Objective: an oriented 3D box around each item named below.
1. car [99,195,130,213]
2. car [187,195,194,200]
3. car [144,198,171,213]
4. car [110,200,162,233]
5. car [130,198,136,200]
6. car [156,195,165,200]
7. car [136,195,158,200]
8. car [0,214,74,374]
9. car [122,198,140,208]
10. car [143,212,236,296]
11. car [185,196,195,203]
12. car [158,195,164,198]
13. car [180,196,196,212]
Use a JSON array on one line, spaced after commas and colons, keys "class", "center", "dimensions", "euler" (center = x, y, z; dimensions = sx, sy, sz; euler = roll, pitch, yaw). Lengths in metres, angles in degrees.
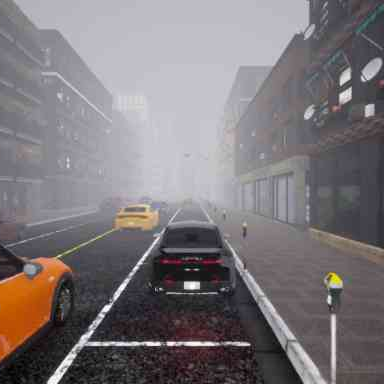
[{"class": "car", "center": [-8.833, 1.314, 37.157], "dimensions": [2.192, 1.841, 5.009], "euler": [0, 0, 0]}, {"class": "car", "center": [-0.452, 1.513, 93.685], "dimensions": [1.752, 1.417, 4.829], "euler": [0, 0, 0]}, {"class": "car", "center": [-3.125, 1.548, 32.029], "dimensions": [2.033, 1.411, 5.357], "euler": [0, 0, 0]}, {"class": "car", "center": [-3.099, 1.478, 19.539], "dimensions": [1.882, 1.535, 5.008], "euler": [0, 0, 1]}, {"class": "car", "center": [-8.834, 1.439, 42.793], "dimensions": [1.967, 1.590, 4.097], "euler": [0, 0, 0]}, {"class": "car", "center": [-8.834, 1.539, 93.519], "dimensions": [2.008, 1.369, 4.403], "euler": [0, 0, 0]}, {"class": "car", "center": [-6.192, 1.350, 44.091], "dimensions": [2.097, 1.767, 4.553], "euler": [0, 0, 0]}, {"class": "car", "center": [-3.145, 1.352, 4.119], "dimensions": [2.097, 1.767, 4.553], "euler": [0, 0, 0]}, {"class": "car", "center": [-8.834, 1.543, 48.430], "dimensions": [1.887, 1.381, 4.507], "euler": [0, 0, 0]}, {"class": "car", "center": [0.001, 1.504, 8.649], "dimensions": [1.837, 1.490, 4.892], "euler": [0, 0, 0]}, {"class": "car", "center": [-0.453, 1.545, 70.970], "dimensions": [2.008, 1.369, 4.403], "euler": [0, 0, 0]}, {"class": "car", "center": [-8.834, 1.541, 87.882], "dimensions": [2.008, 1.369, 4.403], "euler": [0, 0, 0]}, {"class": "car", "center": [-0.454, 1.525, 37.323], "dimensions": [1.752, 1.417, 4.829], "euler": [0, 0, 0]}]
